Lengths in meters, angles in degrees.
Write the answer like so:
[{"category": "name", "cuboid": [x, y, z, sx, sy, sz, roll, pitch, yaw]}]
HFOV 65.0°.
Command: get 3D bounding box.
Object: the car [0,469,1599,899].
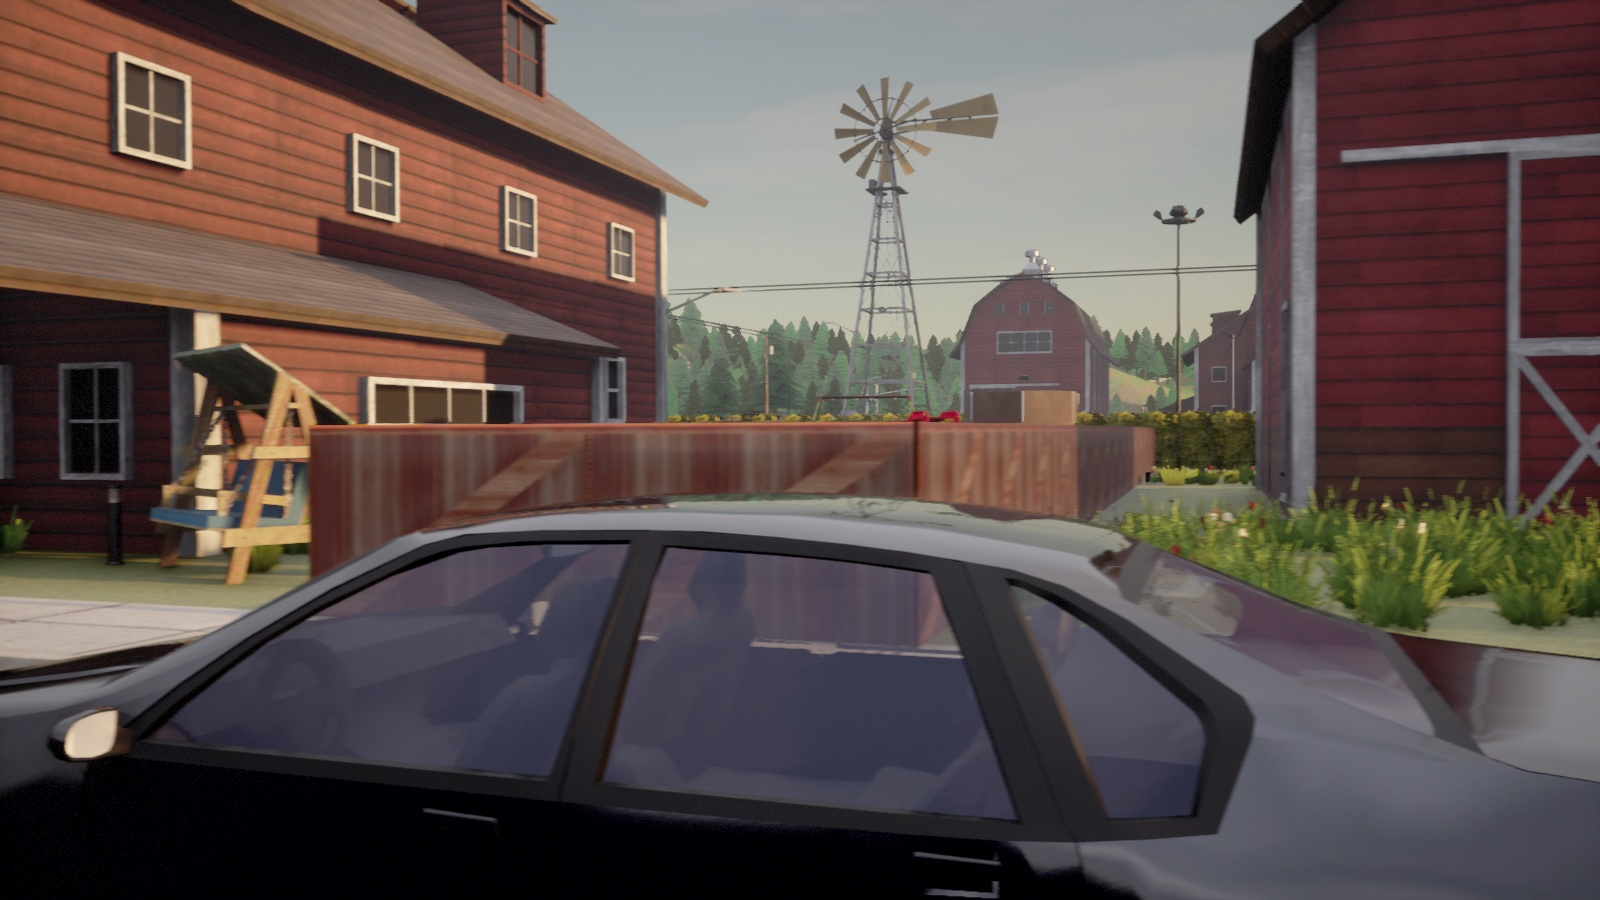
[{"category": "car", "cuboid": [-0.446, 0.819, 3.344, 5.357, 1.411, 2.033, 1, 1, 19]}]
